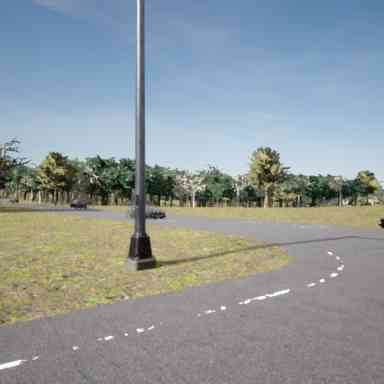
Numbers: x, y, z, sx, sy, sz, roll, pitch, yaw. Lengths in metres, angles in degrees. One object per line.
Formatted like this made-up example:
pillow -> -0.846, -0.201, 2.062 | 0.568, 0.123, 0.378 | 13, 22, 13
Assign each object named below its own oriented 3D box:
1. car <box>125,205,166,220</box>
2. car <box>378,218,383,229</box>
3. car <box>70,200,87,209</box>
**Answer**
car -> -4.505, 1.889, 31.594 | 2.033, 1.411, 5.357 | 3, -3, -36
car -> 13.306, 1.804, 18.815 | 1.895, 1.301, 4.718 | 2, -2, -36
car -> -24.269, 2.663, 71.006 | 2.150, 2.045, 5.566 | 3, -3, -36
